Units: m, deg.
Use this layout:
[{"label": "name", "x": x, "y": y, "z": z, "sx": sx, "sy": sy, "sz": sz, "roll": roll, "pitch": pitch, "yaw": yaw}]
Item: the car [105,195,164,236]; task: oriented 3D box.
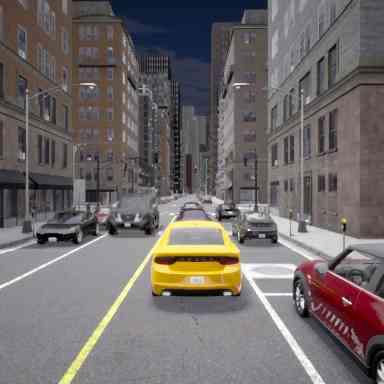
[{"label": "car", "x": -3.082, "y": 1.224, "z": 18.736, "sx": 2.150, "sy": 2.045, "sz": 5.566, "roll": 0, "pitch": 0, "yaw": 0}]

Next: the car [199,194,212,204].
[{"label": "car", "x": 2.860, "y": 1.485, "z": 63.818, "sx": 1.967, "sy": 1.590, "sz": 4.097, "roll": 0, "pitch": 0, "yaw": 0}]

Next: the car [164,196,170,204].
[{"label": "car", "x": -5.665, "y": 1.627, "z": 63.827, "sx": 1.802, "sy": 1.307, "sz": 4.206, "roll": 0, "pitch": 0, "yaw": 0}]

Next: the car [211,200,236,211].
[{"label": "car", "x": 2.843, "y": 1.570, "z": 26.727, "sx": 1.947, "sy": 1.339, "sz": 4.313, "roll": 0, "pitch": 0, "yaw": 0}]

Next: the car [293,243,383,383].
[{"label": "car", "x": 2.853, "y": 1.440, "z": 4.722, "sx": 1.967, "sy": 1.590, "sz": 4.097, "roll": 0, "pitch": 0, "yaw": 0}]

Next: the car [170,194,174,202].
[{"label": "car", "x": -5.650, "y": 1.617, "z": 74.644, "sx": 2.008, "sy": 1.369, "sz": 4.403, "roll": 0, "pitch": 0, "yaw": 0}]

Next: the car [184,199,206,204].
[{"label": "car", "x": -0.013, "y": 1.529, "z": 26.454, "sx": 1.812, "sy": 1.442, "sz": 4.674, "roll": 0, "pitch": 0, "yaw": 1}]

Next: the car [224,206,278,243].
[{"label": "car", "x": 2.848, "y": 1.552, "z": 15.725, "sx": 2.008, "sy": 1.369, "sz": 4.403, "roll": 0, "pitch": 0, "yaw": 0}]

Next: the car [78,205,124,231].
[{"label": "car", "x": -5.680, "y": 1.584, "z": 21.222, "sx": 1.802, "sy": 1.307, "sz": 4.206, "roll": 0, "pitch": 0, "yaw": 0}]

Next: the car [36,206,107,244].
[{"label": "car", "x": -5.677, "y": 1.567, "z": 15.721, "sx": 1.947, "sy": 1.339, "sz": 4.313, "roll": 0, "pitch": 0, "yaw": 0}]

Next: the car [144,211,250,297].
[{"label": "car", "x": 0.090, "y": 1.478, "z": 8.649, "sx": 1.882, "sy": 1.535, "sz": 5.008, "roll": 0, "pitch": 0, "yaw": 0}]

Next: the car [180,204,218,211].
[{"label": "car", "x": 0.098, "y": 1.566, "z": 17.643, "sx": 1.994, "sy": 1.385, "sz": 4.181, "roll": 0, "pitch": 0, "yaw": -1}]

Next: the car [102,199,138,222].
[{"label": "car", "x": -5.683, "y": 1.444, "z": 26.724, "sx": 1.967, "sy": 1.590, "sz": 4.097, "roll": 0, "pitch": 0, "yaw": 0}]

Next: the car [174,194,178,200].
[{"label": "car", "x": -5.628, "y": 1.639, "z": 90.699, "sx": 1.752, "sy": 1.417, "sz": 4.829, "roll": 0, "pitch": 0, "yaw": 0}]
